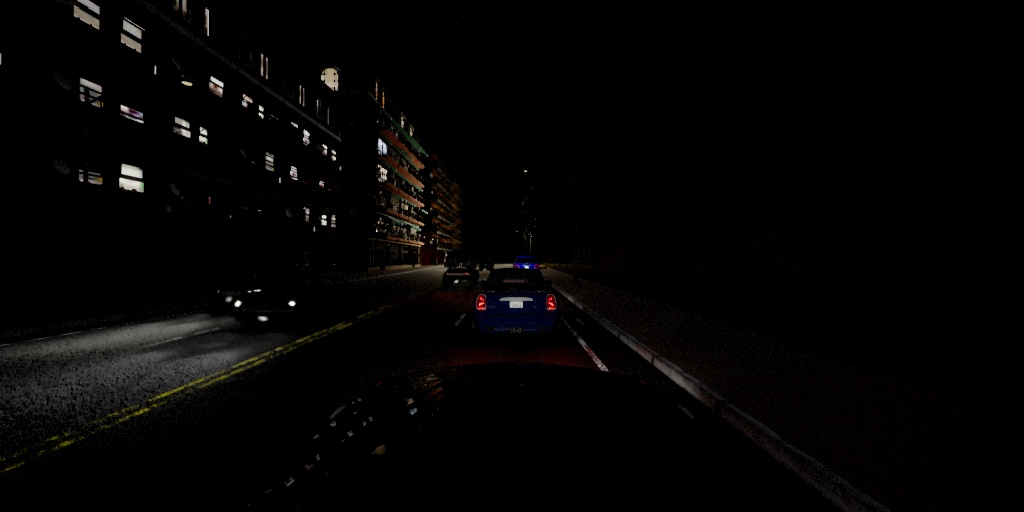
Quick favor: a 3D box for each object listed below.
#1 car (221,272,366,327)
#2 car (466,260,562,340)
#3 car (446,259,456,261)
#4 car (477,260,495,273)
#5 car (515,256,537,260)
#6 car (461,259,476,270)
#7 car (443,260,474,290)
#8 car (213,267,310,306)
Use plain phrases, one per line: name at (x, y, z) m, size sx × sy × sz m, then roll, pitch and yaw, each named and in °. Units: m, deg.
car at (-6.599, 1.352, 11.722) m, size 1.895 × 1.301 × 4.718 m, roll 0°, pitch 0°, yaw 0°
car at (0.098, 1.103, 10.112) m, size 2.097 × 1.767 × 4.553 m, roll 0°, pitch 0°, yaw 0°
car at (-9.830, 1.257, 58.022) m, size 1.837 × 1.490 × 4.892 m, roll 0°, pitch 0°, yaw 0°
car at (-3.147, 1.255, 44.373) m, size 1.837 × 1.490 × 4.892 m, roll 0°, pitch -1°, yaw 0°
car at (1.139, 0.979, 30.065) m, size 2.150 × 2.045 × 5.566 m, roll 0°, pitch 0°, yaw 0°
car at (-6.588, 1.278, 54.966) m, size 1.812 × 1.442 × 4.674 m, roll 0°, pitch 0°, yaw 0°
car at (-3.150, 1.245, 22.805) m, size 2.128 × 1.511 × 4.902 m, roll 0°, pitch 0°, yaw 0°
car at (-9.851, 1.243, 14.938) m, size 2.128 × 1.511 × 4.902 m, roll 0°, pitch 0°, yaw 0°
